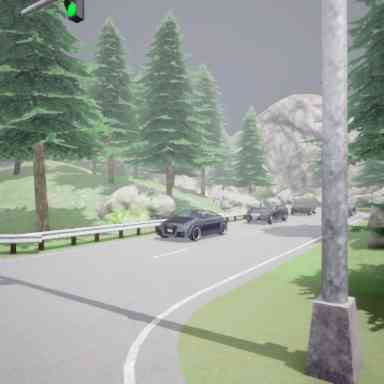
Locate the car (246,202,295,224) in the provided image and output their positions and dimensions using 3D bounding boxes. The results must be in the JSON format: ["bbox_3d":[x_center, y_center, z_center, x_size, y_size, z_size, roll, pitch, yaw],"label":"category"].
[{"bbox_3d":[5.736,1.509,25.062,2.128,1.511,4.902,0,0,35],"label":"car"}]

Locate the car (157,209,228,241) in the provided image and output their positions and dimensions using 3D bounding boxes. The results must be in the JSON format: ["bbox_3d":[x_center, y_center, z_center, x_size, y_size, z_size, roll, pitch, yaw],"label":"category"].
[{"bbox_3d":[0.115,1.581,16.858,1.994,1.385,4.181,0,0,34],"label":"car"}]

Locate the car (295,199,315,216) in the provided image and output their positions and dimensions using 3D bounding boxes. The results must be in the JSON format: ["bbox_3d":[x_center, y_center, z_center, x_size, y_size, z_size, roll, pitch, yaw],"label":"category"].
[{"bbox_3d":[11.296,1.523,33.635,1.837,1.490,4.892,0,0,27],"label":"car"}]
